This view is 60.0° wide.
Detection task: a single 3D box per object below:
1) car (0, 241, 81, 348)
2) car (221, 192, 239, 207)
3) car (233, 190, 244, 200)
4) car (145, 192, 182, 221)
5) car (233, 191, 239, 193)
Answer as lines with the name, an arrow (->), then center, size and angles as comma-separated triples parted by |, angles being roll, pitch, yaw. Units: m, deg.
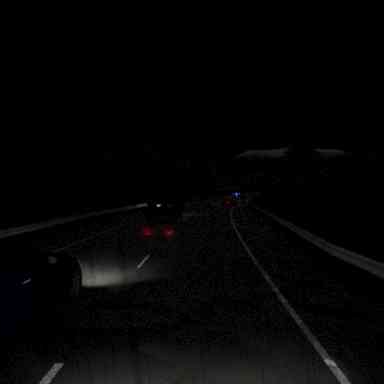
car -> -3.283, 1.486, 5.162 | 1.812, 1.442, 4.674 | 0, 0, 1
car -> 4.918, 1.174, 44.112 | 1.882, 1.535, 5.008 | 0, 0, 9
car -> 10.162, 0.600, 73.842 | 2.150, 2.045, 5.566 | 0, 0, 15
car -> -2.074, 1.039, 25.821 | 2.150, 2.045, 5.566 | 0, 0, 5
car -> 6.785, 1.076, 60.486 | 2.128, 1.511, 4.902 | 0, 0, 13
